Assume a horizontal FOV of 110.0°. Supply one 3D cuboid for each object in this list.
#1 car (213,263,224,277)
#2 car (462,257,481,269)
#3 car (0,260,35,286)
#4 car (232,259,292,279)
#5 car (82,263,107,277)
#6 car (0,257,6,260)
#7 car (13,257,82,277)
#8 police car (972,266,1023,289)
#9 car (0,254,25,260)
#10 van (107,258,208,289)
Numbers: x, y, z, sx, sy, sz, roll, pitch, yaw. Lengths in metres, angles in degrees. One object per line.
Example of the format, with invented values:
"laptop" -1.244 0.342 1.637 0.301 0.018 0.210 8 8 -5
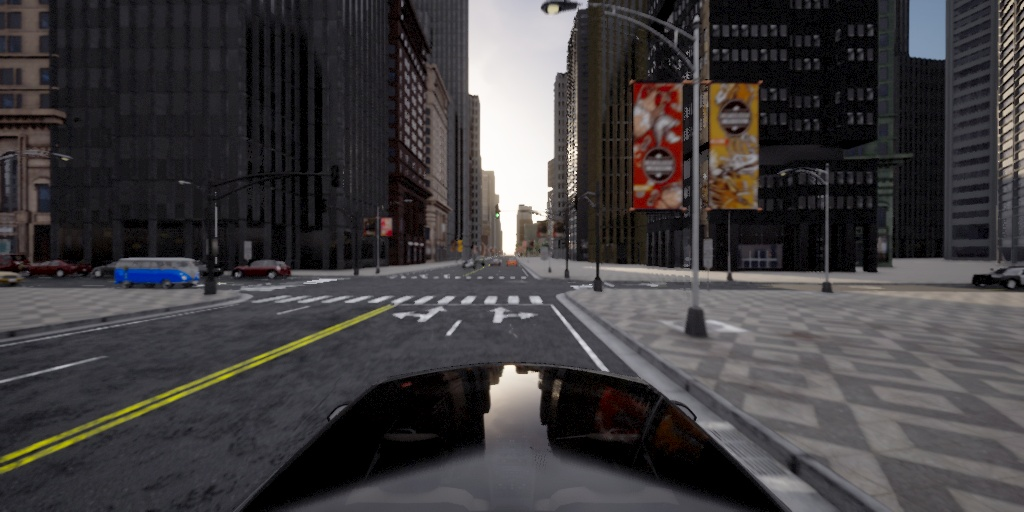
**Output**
"car" -26.282 1.120 29.580 4.313 1.339 1.948 0 0 0
"car" -6.547 1.273 55.277 2.128 1.511 4.902 0 0 0
"car" -31.765 1.084 21.072 4.829 1.417 1.751 0 0 0
"car" -20.659 1.045 29.561 4.097 1.591 1.967 0 0 0
"car" -31.908 1.054 29.598 4.403 1.370 2.007 0 0 0
"car" -37.715 0.980 23.853 4.902 1.511 2.128 1 0 0
"car" -37.532 0.998 29.616 4.507 1.381 1.888 0 0 0
"police car" 37.285 1.544 26.589 5.238 1.638 1.930 0 0 0
"car" -43.157 0.716 29.635 5.009 1.841 2.192 0 0 0
"van" -20.686 1.001 21.036 3.998 1.789 1.690 0 0 0
